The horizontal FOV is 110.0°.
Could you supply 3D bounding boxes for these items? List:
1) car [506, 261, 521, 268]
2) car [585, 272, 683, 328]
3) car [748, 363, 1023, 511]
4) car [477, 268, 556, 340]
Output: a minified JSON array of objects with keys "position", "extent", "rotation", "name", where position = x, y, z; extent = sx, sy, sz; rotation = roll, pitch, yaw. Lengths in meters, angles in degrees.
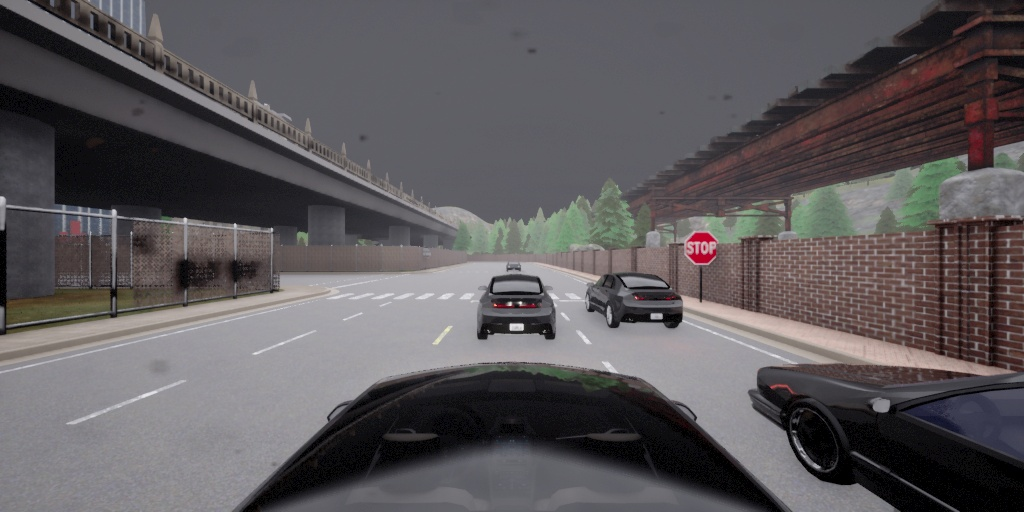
[{"position":[0.205,1.351,46.264],"extent":[1.895,1.301,4.718],"rotation":[0,0,-1],"name":"car"},{"position":[3.605,1.255,11.334],"extent":[1.837,1.490,4.892],"rotation":[0,0,0],"name":"car"},{"position":[3.600,1.297,1.588],"extent":[2.033,1.411,5.357],"rotation":[0,0,0],"name":"car"},{"position":[0.103,1.255,9.977],"extent":[1.837,1.490,4.892],"rotation":[0,0,0],"name":"car"}]
